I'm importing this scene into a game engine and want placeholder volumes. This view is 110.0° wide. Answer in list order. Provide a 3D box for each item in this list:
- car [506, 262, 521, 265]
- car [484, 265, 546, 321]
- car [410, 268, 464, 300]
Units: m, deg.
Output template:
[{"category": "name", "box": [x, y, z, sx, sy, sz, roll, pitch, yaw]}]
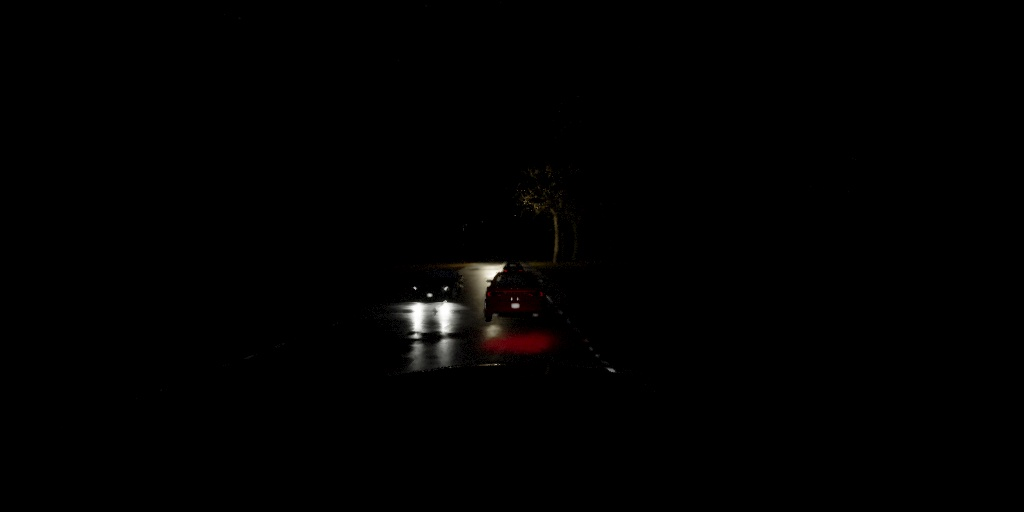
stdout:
[{"category": "car", "box": [0.102, 1.257, 32.055, 2.033, 1.411, 5.357, 0, 1, 0]}, {"category": "car", "box": [0.099, 1.261, 12.690, 1.882, 1.535, 5.008, 0, 0, 0]}, {"category": "car", "box": [-3.596, 1.329, 18.354, 2.033, 1.411, 5.357, 0, 0, 0]}]
